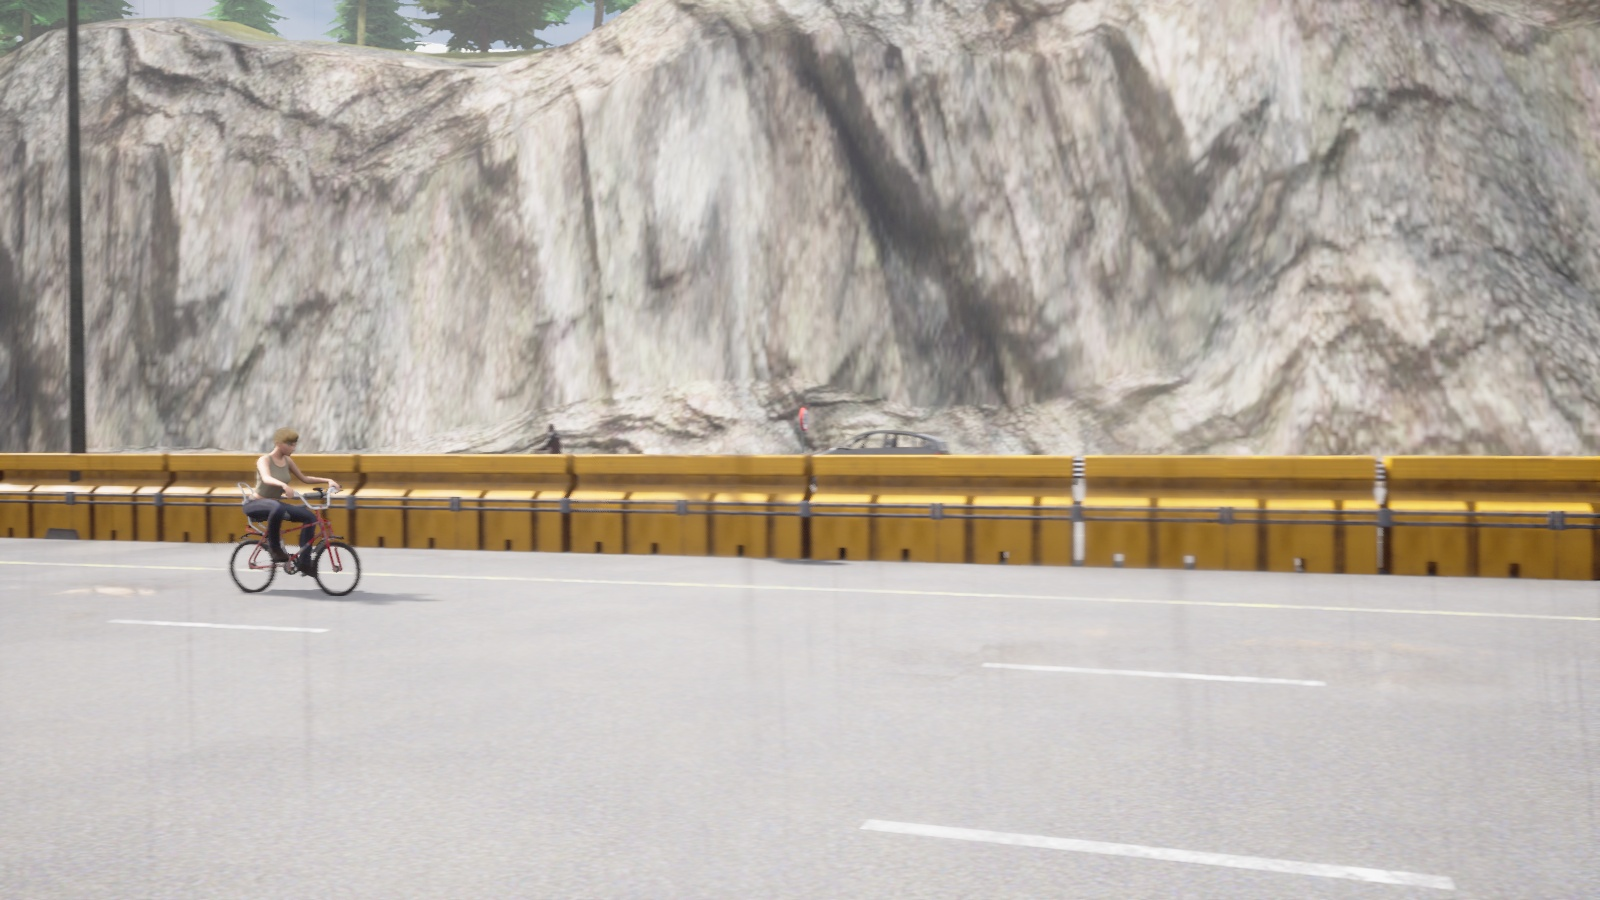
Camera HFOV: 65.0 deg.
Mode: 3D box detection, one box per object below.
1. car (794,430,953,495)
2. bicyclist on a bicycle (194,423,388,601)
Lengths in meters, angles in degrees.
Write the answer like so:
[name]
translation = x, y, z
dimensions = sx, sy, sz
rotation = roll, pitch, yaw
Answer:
[car]
translation = 1.891, 0.293, 31.918
dimensions = 3.705, 1.549, 1.789
rotation = 1, 1, 17
[bicyclist on a bicycle]
translation = -4.860, 0.550, 12.029
dimensions = 1.509, 1.612, 0.866
rotation = 1, 1, 16
